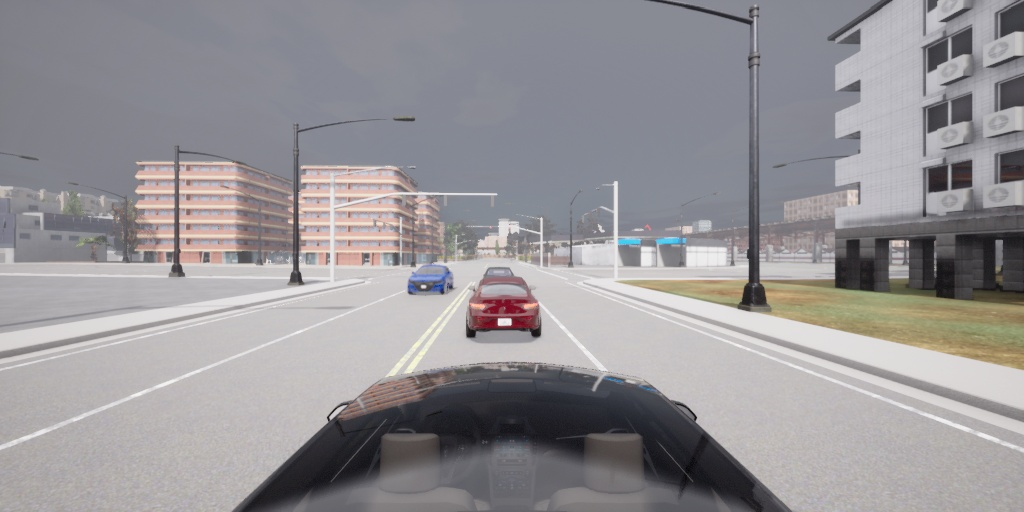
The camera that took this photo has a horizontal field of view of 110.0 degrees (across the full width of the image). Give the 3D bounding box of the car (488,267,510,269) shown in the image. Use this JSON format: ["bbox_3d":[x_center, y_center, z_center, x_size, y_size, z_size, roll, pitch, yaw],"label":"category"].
[{"bbox_3d":[-0.720,1.297,19.706,2.033,1.411,5.357,0,0,-3],"label":"car"}]

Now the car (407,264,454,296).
[{"bbox_3d":[-4.353,1.227,19.772,1.882,1.535,5.008,0,0,-2],"label":"car"}]

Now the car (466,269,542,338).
[{"bbox_3d":[-0.265,1.275,10.132,1.812,1.442,4.674,0,0,-3],"label":"car"}]
